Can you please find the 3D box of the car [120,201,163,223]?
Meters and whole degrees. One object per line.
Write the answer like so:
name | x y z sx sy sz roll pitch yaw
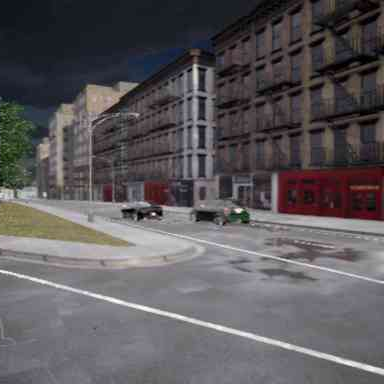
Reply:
car | -3.954 1.385 25.230 1.882 1.535 5.008 -1 0 -31

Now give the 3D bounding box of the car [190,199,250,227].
car | 1.725 1.218 22.082 2.097 1.767 4.553 -1 0 -31
